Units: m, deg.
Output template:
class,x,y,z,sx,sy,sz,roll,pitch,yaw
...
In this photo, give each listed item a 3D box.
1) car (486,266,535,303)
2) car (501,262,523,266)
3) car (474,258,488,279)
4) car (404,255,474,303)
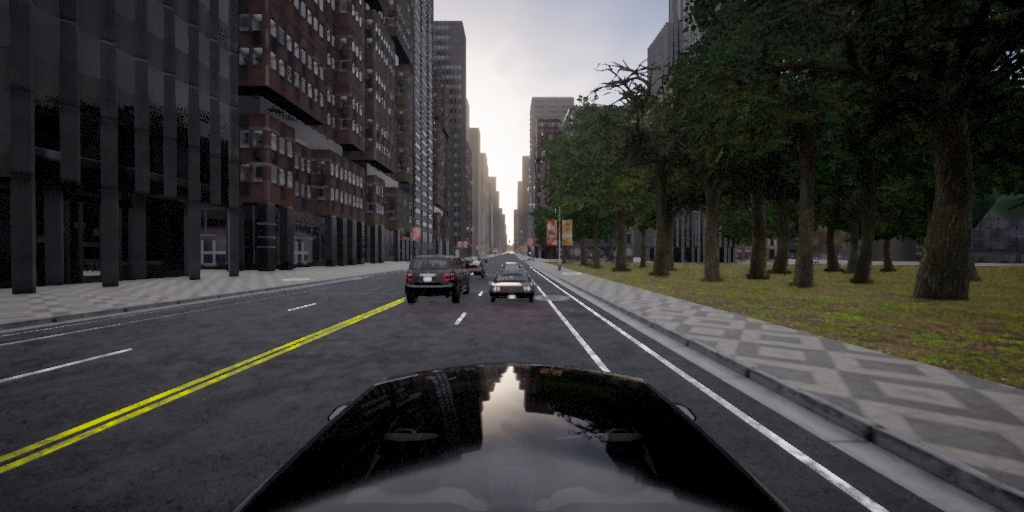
class,x,y,z,sx,sy,sz,roll,pitch,yaw
car,0.000,1.336,16.529,1.895,1.301,4.718,0,0,0
car,0.000,1.227,31.498,1.994,1.385,4.181,0,0,0
car,-3.250,1.171,31.498,1.837,1.490,4.892,0,0,0
car,-3.250,0.977,16.528,2.150,2.045,5.566,0,0,0
